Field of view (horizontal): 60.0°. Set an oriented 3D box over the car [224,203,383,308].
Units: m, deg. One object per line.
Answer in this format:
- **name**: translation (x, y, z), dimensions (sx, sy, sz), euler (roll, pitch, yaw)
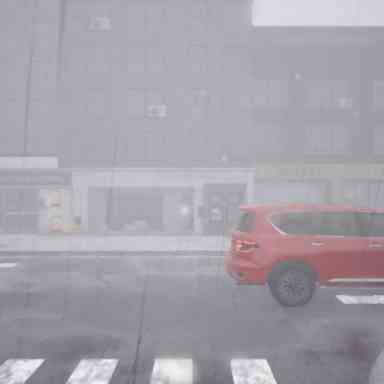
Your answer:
- **car**: translation (3.542, 1.286, 7.653), dimensions (5.566, 2.045, 2.150), euler (0, 0, 0)
